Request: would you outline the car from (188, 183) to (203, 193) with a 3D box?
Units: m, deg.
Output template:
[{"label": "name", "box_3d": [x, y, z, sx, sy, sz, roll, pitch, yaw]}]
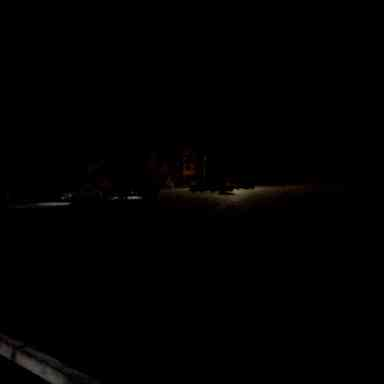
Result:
[{"label": "car", "box_3d": [1.468, -0.632, 50.541, 2.033, 1.411, 5.357, 0, 2, 31]}]

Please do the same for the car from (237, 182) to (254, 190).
[{"label": "car", "box_3d": [9.101, -1.012, 57.264, 1.895, 1.301, 4.718, 0, 2, 29]}]

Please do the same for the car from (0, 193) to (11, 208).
[{"label": "car", "box_3d": [-17.377, 0.699, 27.268, 1.812, 1.442, 4.674, 0, 3, 34]}]

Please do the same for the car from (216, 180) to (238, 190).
[{"label": "car", "box_3d": [6.242, -1.251, 58.811, 2.097, 1.767, 4.553, 0, 2, 29]}]

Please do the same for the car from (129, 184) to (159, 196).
[{"label": "car", "box_3d": [-6.331, -0.246, 44.266, 1.837, 1.490, 4.892, 0, 3, 32]}]

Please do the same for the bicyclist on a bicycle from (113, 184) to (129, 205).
[{"label": "bicyclist on a bicycle", "box_3d": [-5.456, 0.219, 25.463, 1.656, 1.620, 0.582, 0, 2, 34]}]

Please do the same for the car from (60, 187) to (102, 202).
[{"label": "car", "box_3d": [-11.807, 0.238, 35.669, 1.812, 1.442, 4.674, 0, 3, 33]}]

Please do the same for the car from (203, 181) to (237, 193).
[{"label": "car", "box_3d": [4.227, -0.636, 48.822, 2.033, 1.411, 5.357, 0, 2, 31]}]
